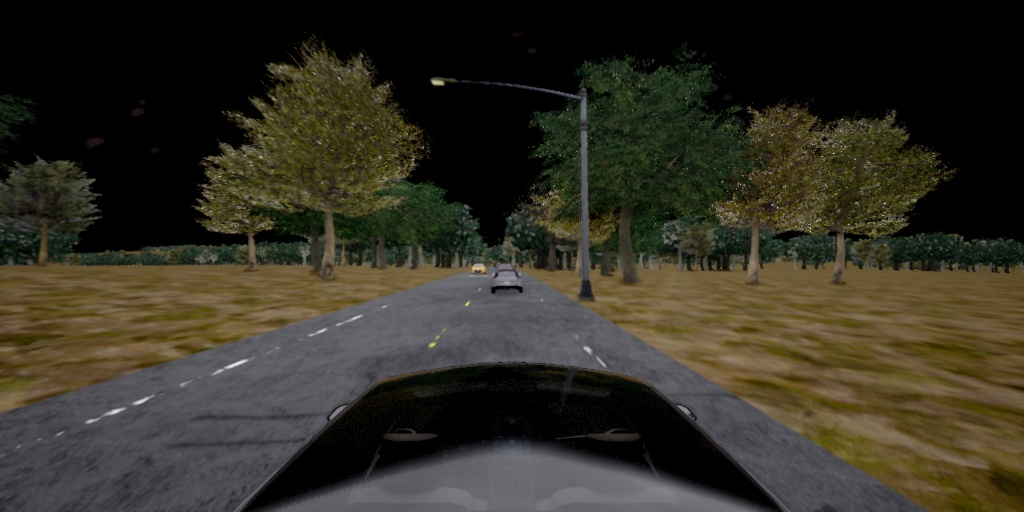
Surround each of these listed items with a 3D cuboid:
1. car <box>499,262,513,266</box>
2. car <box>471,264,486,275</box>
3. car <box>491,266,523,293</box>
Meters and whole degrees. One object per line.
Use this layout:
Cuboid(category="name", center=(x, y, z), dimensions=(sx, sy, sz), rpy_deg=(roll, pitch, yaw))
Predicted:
Cuboid(category="car", center=(-0.687, 1.511, 37.909), dimensions=(2.097, 1.767, 4.553), rpy_deg=(-1, -1, -1))
Cuboid(category="car", center=(-4.637, 1.853, 50.393), dimensions=(1.882, 1.535, 5.008), rpy_deg=(-1, -1, -2))
Cuboid(category="car", center=(-0.321, 1.534, 22.887), dimensions=(1.994, 1.385, 4.181), rpy_deg=(-1, -1, -1))
